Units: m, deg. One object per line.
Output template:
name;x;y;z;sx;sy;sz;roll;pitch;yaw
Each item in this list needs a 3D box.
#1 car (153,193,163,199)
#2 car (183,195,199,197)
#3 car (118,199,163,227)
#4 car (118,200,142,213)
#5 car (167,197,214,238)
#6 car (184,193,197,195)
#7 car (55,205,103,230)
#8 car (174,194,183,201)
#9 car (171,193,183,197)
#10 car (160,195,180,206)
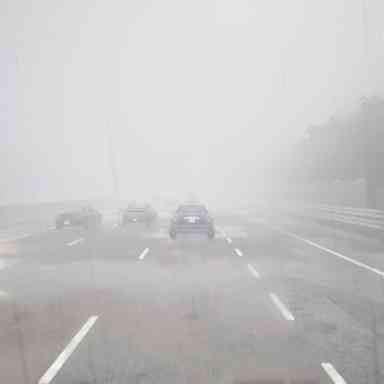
car;-7.003;1.293;70.987;2.150;2.045;5.566;0;0;0
car;-0.003;1.514;44.871;1.882;1.535;5.008;0;0;0
car;-3.503;1.507;22.907;2.128;1.511;4.902;0;0;0
car;-7.002;1.629;37.918;1.895;1.301;4.718;0;0;0
car;-0.003;1.363;17.818;2.097;1.767;4.553;0;0;0
car;-0.001;1.276;60.926;2.150;2.045;5.566;0;0;0
car;-7.001;1.540;20.915;1.812;1.442;4.674;0;0;0
car;-3.503;1.447;87.904;2.097;1.767;4.553;0;0;0
car;-3.503;1.546;71.909;1.882;1.535;5.008;0;0;0
car;-3.501;1.593;53.874;2.033;1.411;5.357;0;0;0
